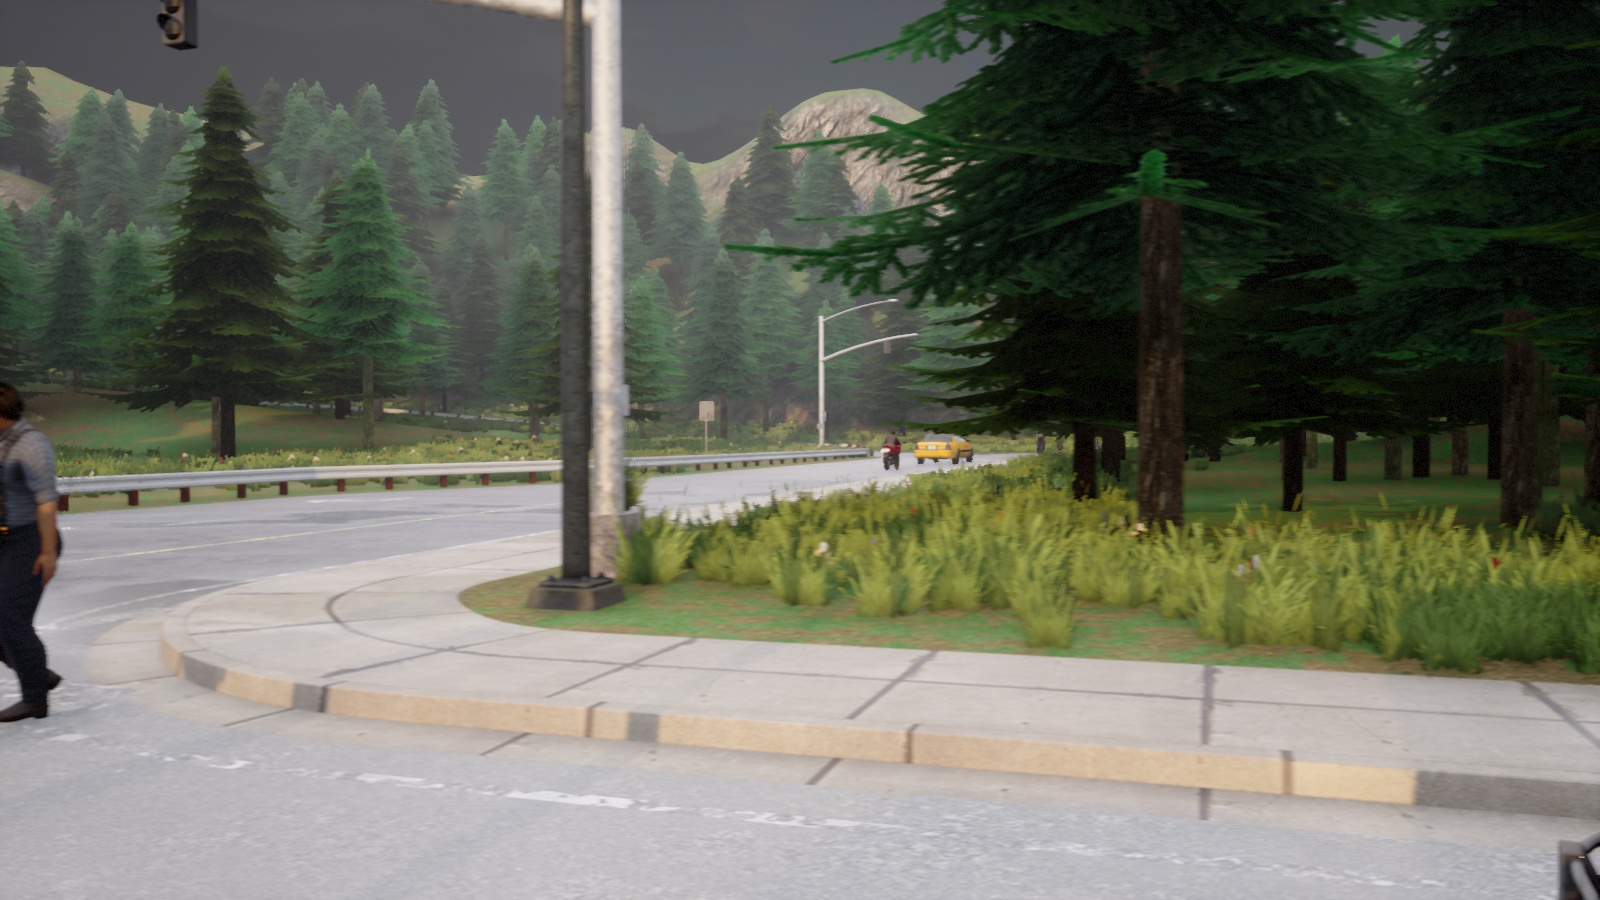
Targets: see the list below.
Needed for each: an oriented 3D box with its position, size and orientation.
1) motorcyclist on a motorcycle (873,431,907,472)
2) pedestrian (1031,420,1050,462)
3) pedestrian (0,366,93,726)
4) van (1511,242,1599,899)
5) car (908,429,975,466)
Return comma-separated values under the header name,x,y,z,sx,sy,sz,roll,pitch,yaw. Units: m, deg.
name,x,y,z,sx,sy,sz,roll,pitch,yaw
motorcyclist on a motorcycle,3.440,0.033,47.719,0.797,1.523,2.044,1,1,19
pedestrian,10.808,-0.399,56.421,0.694,1.848,0.540,-1,1,-40
pedestrian,-4.246,0.490,6.682,0.540,1.848,0.694,1,1,41
van,3.800,0.563,1.926,4.442,1.987,1.775,1,1,18
car,6.397,-0.133,56.094,1.801,1.575,5.366,1,1,20
